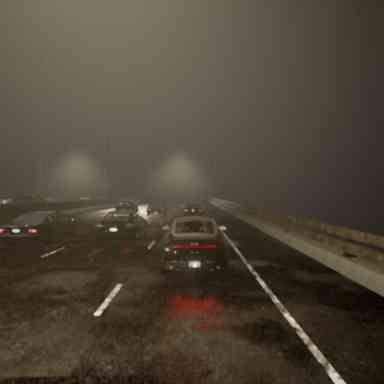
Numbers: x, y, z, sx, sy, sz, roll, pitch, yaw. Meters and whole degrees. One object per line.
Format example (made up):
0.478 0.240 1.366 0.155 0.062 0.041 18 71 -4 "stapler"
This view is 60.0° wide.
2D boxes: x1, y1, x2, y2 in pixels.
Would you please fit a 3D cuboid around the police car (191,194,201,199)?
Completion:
1.041 1.639 80.675 1.930 1.638 5.238 0 0 0 "police car"

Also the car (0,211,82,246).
-6.908 1.590 15.611 2.033 1.411 5.357 0 0 0 "car"

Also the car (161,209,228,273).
0.079 1.536 10.707 1.837 1.490 4.892 0 0 0 "car"

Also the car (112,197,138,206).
-6.906 1.587 35.436 2.128 1.511 4.902 0 0 0 "car"

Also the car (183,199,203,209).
0.092 1.629 30.608 2.033 1.411 5.357 0 0 0 "car"

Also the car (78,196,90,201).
-24.508 1.553 75.931 1.895 1.301 4.718 0 0 0 "car"

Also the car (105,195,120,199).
-17.509 1.482 75.962 2.128 1.511 4.902 0 0 0 "car"

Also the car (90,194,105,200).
-21.008 1.313 75.992 2.097 1.767 4.553 0 0 0 "car"

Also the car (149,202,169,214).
-3.406 1.692 33.895 1.895 1.301 4.718 0 0 0 "car"

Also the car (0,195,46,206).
-17.602 1.318 35.539 2.150 2.045 5.566 0 0 0 "car"

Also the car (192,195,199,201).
1.040 1.717 90.565 1.882 1.535 5.008 0 0 0 "car"

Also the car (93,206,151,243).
-3.410 1.608 16.464 1.994 1.385 4.181 0 0 0 "car"
